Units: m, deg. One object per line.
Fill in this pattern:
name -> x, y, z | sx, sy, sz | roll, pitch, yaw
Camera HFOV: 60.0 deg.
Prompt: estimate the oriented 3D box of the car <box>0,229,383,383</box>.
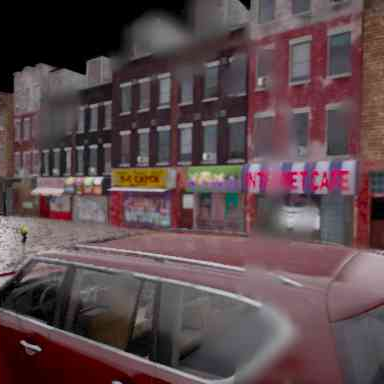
car -> -0.562, 1.314, 3.185 | 5.009, 1.841, 2.192 | 0, 1, 36
